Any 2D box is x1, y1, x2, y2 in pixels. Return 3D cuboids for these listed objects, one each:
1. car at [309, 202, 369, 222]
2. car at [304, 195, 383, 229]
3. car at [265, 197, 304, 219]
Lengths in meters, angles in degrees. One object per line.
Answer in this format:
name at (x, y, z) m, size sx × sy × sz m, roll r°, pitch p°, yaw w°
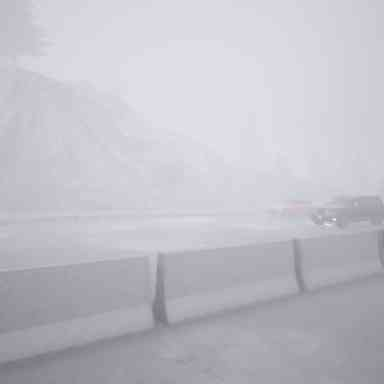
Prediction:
car at (11.942, 1.558, 26.963) m, size 4.674 × 1.442 × 1.812 m, roll 0°, pitch 0°, yaw -26°
car at (10.575, 1.253, 22.371) m, size 5.566 × 2.045 × 2.150 m, roll 0°, pitch 0°, yaw -27°
car at (8.640, 1.367, 29.197) m, size 4.553 × 1.767 × 2.097 m, roll 0°, pitch 0°, yaw -27°
